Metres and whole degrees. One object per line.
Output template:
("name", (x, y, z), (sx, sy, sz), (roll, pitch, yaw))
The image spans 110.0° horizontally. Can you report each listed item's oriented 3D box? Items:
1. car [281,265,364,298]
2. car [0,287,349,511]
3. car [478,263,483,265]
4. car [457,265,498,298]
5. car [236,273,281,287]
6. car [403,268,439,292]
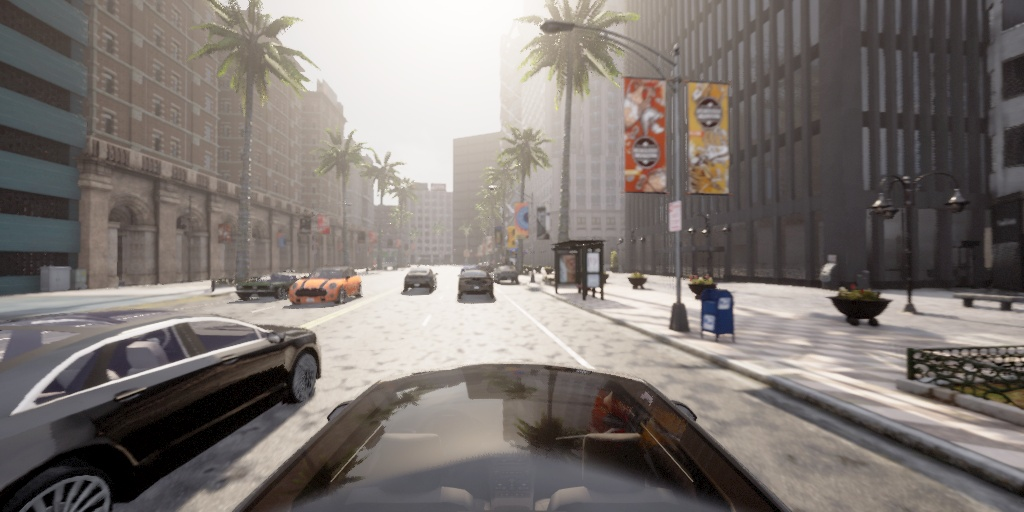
("car", (-8.929, 1.330, 17.621), (2.097, 1.767, 4.553), (0, -1, -7))
("car", (-3.693, 1.274, 3.481), (2.128, 1.511, 4.902), (0, -1, -3))
("car", (-4.350, 1.696, 37.480), (1.882, 1.535, 5.008), (0, -1, -8))
("car", (-2.091, 1.472, 20.371), (1.882, 1.535, 5.008), (0, -1, -7))
("car", (-12.687, 1.616, 19.491), (1.895, 1.301, 4.718), (0, -1, -7))
("car", (-6.148, 1.563, 24.403), (1.837, 1.490, 4.892), (0, -1, -7))
